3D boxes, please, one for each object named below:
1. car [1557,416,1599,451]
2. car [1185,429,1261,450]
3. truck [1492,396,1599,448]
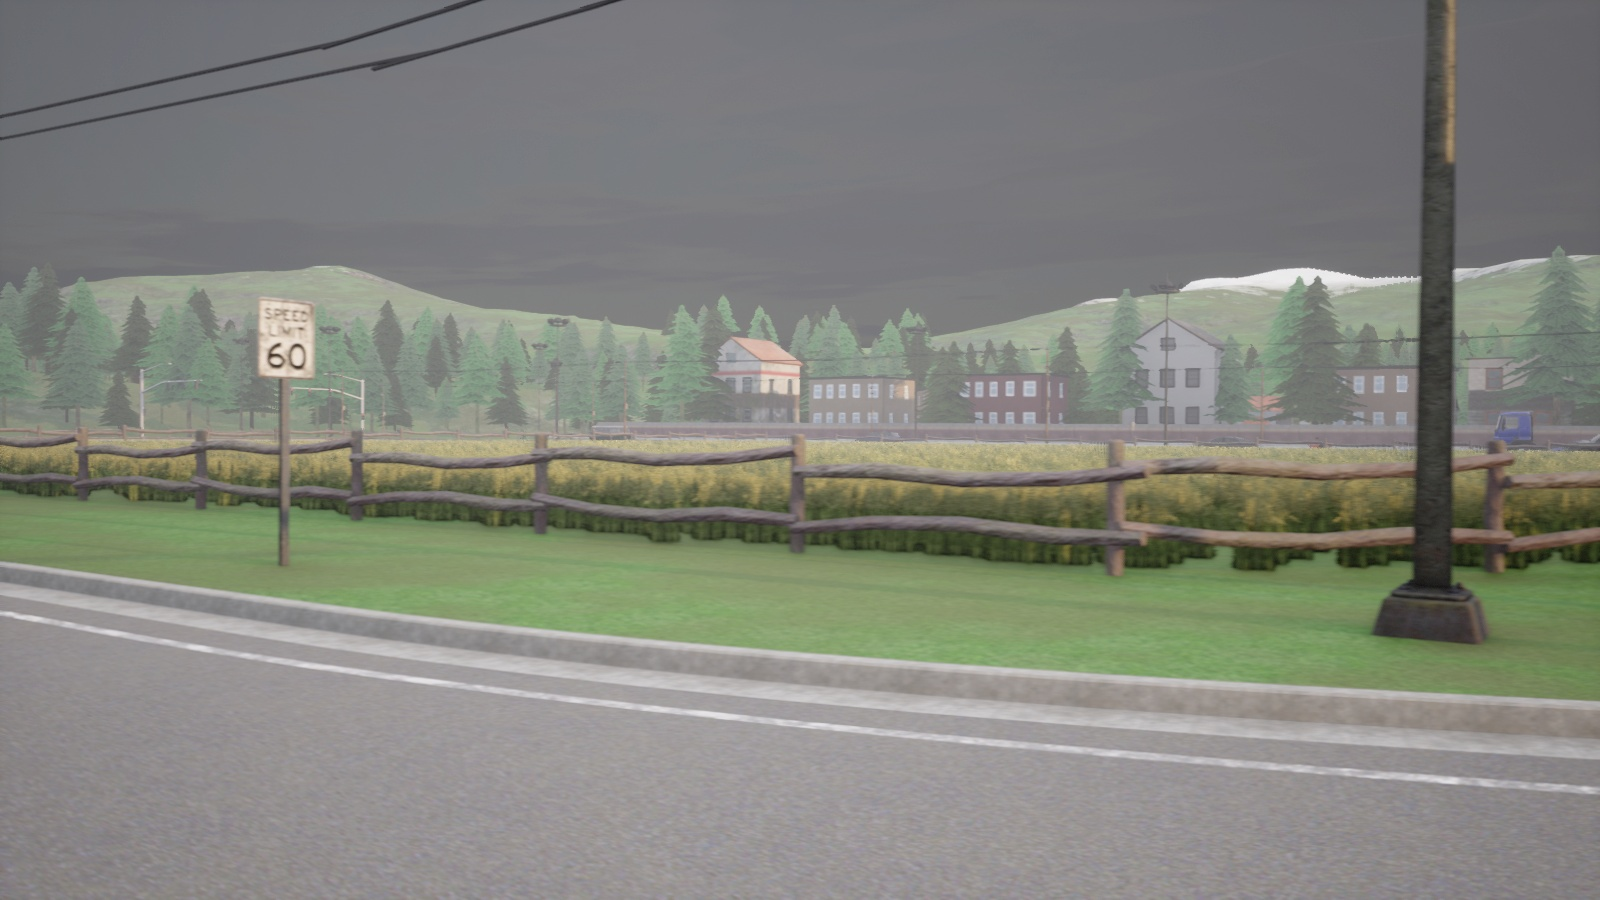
[{"bbox_3d":[48.716,-1.017,75.134,5.566,2.045,2.150,0,1,20],"label":"car"},{"bbox_3d":[30.558,-0.780,90.802,4.892,1.490,1.837,0,1,34],"label":"car"},{"bbox_3d":[51.508,-1.879,85.101,7.936,3.462,2.891,0,1,31],"label":"truck"}]
